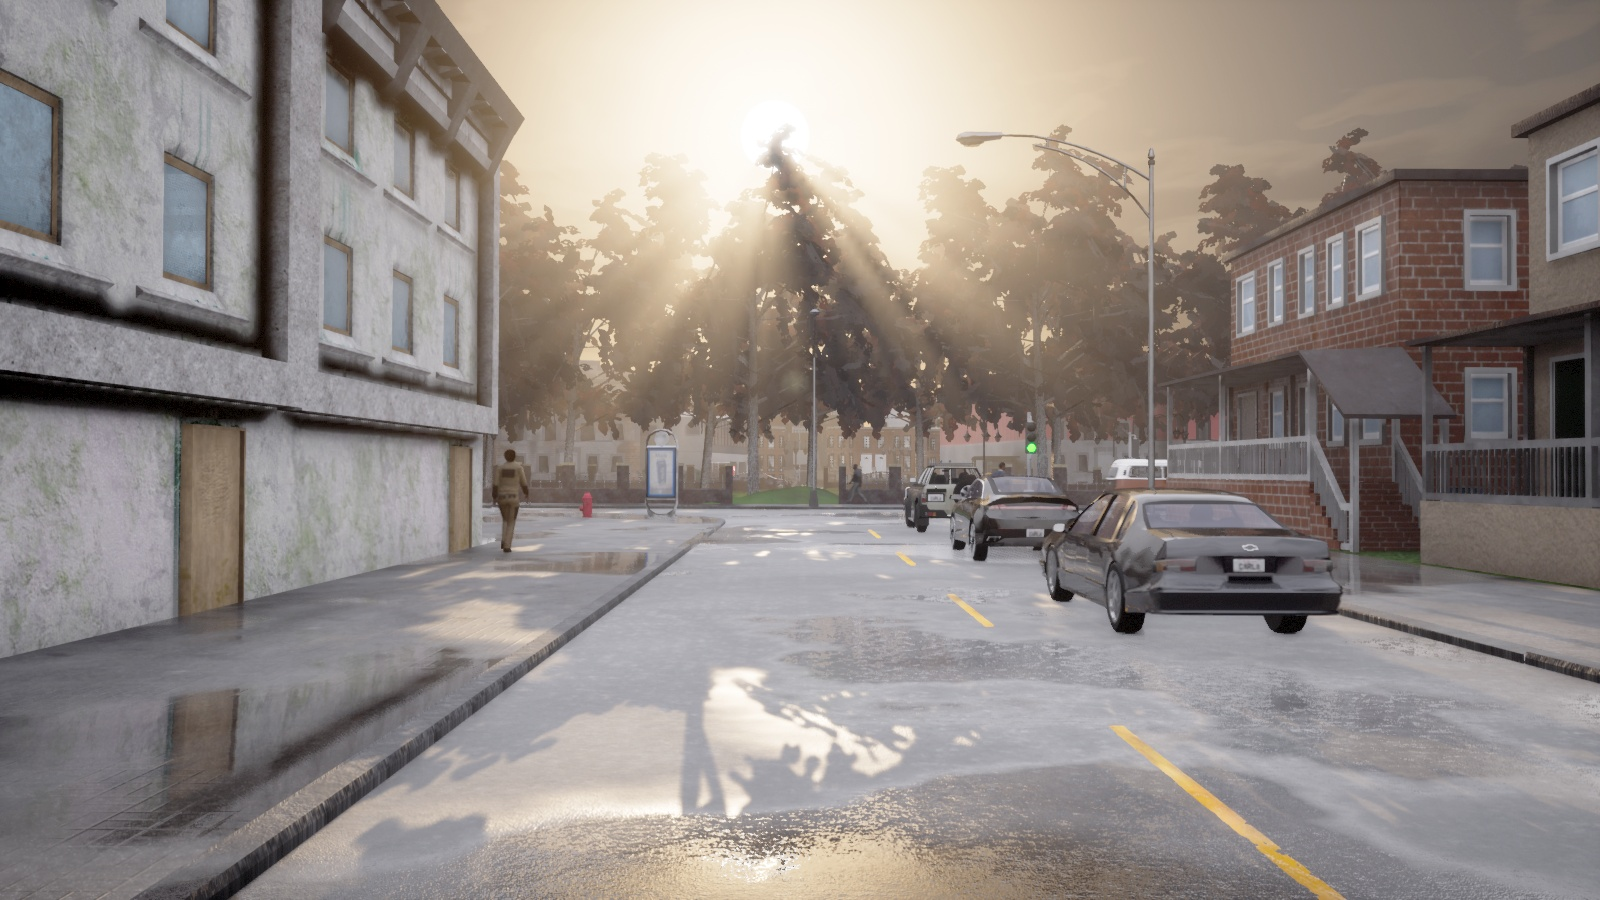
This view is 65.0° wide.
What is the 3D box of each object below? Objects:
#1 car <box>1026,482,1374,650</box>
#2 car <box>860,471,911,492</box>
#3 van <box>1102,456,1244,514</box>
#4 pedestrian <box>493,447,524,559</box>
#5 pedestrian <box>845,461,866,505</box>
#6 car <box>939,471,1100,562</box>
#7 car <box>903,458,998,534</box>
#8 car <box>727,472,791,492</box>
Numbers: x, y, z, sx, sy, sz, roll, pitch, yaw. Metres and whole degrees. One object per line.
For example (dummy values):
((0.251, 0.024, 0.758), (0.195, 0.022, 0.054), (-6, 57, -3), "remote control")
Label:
((3.959, 1.074, 13.597), (2.033, 1.411, 5.357), (0, -1, 0), "car")
((6.412, 2.351, 94.551), (3.705, 1.549, 1.789), (0, -1, 0), "car")
((13.404, 1.243, 45.293), (4.480, 2.038, 2.069), (0, -1, -2), "van")
((-5.106, 0.914, 22.034), (0.396, 1.930, 0.692), (0, -1, -1), "pedestrian")
((2.418, 1.429, 54.608), (0.849, 1.883, 0.563), (0, -1, 0), "pedestrian")
((3.931, 1.147, 23.373), (2.128, 1.511, 4.902), (0, -1, 0), "car")
((3.903, 1.173, 33.288), (1.932, 1.855, 4.605), (0, -1, 0), "car")
((-3.044, 2.410, 94.516), (4.792, 1.488, 2.163), (0, -1, 0), "car")
